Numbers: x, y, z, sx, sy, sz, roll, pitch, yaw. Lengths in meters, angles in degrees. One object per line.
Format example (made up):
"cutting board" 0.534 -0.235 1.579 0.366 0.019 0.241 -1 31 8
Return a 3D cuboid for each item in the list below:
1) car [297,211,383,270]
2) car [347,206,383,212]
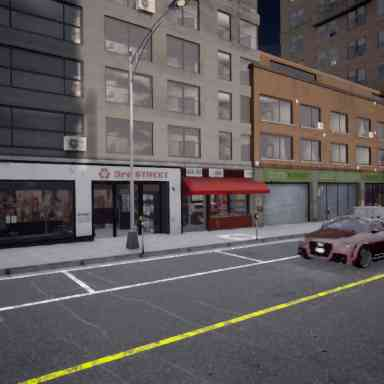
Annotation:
"car" 5.459 1.561 11.135 4.181 1.385 1.994 0 0 -35
"car" 8.456 1.435 16.440 4.097 1.590 1.967 0 -1 -35
